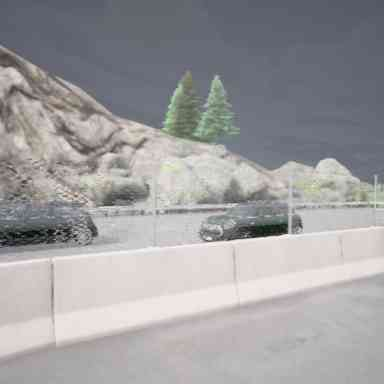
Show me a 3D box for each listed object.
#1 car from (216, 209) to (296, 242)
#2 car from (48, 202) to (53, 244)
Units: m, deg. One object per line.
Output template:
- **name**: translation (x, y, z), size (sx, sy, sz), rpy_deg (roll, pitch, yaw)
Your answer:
- **car**: translation (2.561, 1.209, 14.036), size (4.553, 1.767, 2.097), rpy_deg (0, 1, -32)
- **car**: translation (-5.951, 1.159, 12.532), size (4.553, 1.767, 2.097), rpy_deg (0, 1, -35)
